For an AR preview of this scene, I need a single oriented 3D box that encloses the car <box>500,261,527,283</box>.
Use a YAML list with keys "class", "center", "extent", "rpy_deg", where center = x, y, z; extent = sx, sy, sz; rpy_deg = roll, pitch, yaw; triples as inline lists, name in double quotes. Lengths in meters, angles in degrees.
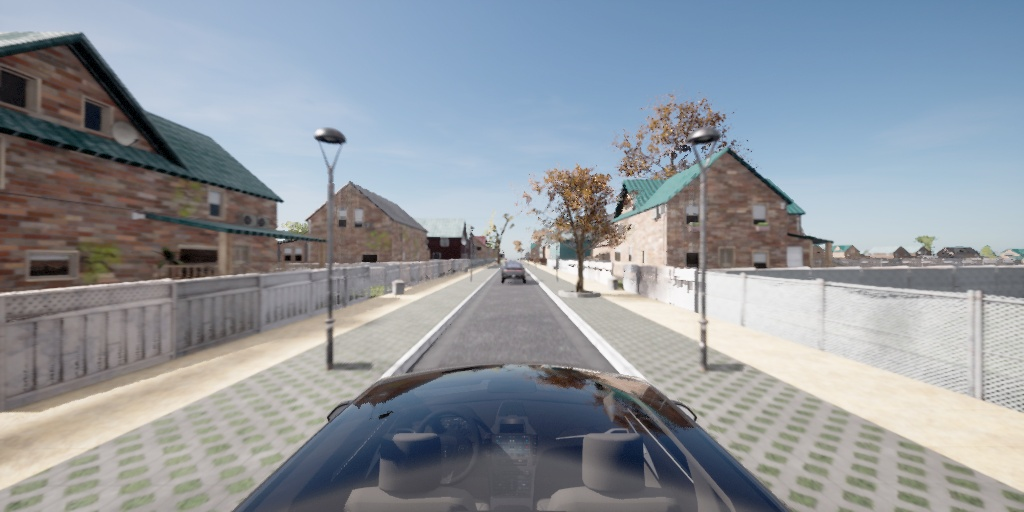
- class: "car"
  center: [0.129, 1.232, 27.746]
  extent: [2.128, 1.511, 4.902]
  rpy_deg: [0, 0, 0]
